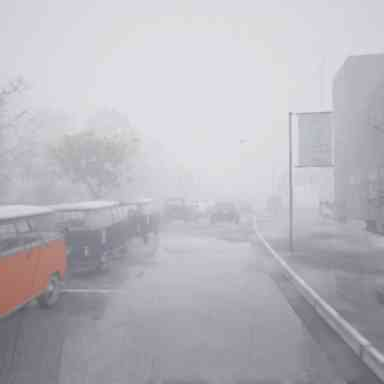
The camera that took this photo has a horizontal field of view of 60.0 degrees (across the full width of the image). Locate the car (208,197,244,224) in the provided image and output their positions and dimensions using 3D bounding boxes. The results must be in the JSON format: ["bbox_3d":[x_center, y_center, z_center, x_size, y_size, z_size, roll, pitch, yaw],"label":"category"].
[{"bbox_3d":[2.754,1.489,26.231,2.097,1.767,4.553,0,-1,10],"label":"car"}]

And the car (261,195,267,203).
[{"bbox_3d":[17.239,2.161,85.607,2.002,1.452,4.674,-1,-1,19],"label":"car"}]

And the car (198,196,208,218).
[{"bbox_3d":[0.151,1.445,32.890,2.435,2.045,5.566,-1,0,10],"label":"car"}]

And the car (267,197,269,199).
[{"bbox_3d":[19.462,1.930,91.977,2.435,2.045,5.566,-1,-1,20],"label":"car"}]

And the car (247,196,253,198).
[{"bbox_3d":[9.922,1.981,64.683,2.163,1.488,4.792,-1,0,18],"label":"car"}]

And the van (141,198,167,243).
[{"bbox_3d":[-2.695,1.323,16.452,1.878,1.987,4.442,-2,0,5],"label":"van"}]

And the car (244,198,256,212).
[{"bbox_3d":[6.689,1.838,42.534,1.994,1.385,4.181,-1,-1,16],"label":"car"}]

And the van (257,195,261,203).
[{"bbox_3d":[13.621,1.823,75.252,1.878,1.987,4.442,-1,-1,21],"label":"van"}]

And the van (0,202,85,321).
[{"bbox_3d":[-3.556,1.263,5.315,1.878,1.987,4.442,-2,0,3],"label":"van"}]

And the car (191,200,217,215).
[{"bbox_3d":[1.493,1.786,38.285,2.002,1.452,4.674,-1,0,14],"label":"car"}]

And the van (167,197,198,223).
[{"bbox_3d":[-0.985,1.417,27.506,1.878,1.987,4.442,-1,0,9],"label":"van"}]

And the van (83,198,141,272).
[{"bbox_3d":[-3.216,1.288,10.896,1.878,1.987,4.442,-2,0,3],"label":"van"}]

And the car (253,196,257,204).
[{"bbox_3d":[11.741,1.988,69.885,2.231,1.521,4.892,-1,0,18],"label":"car"}]
